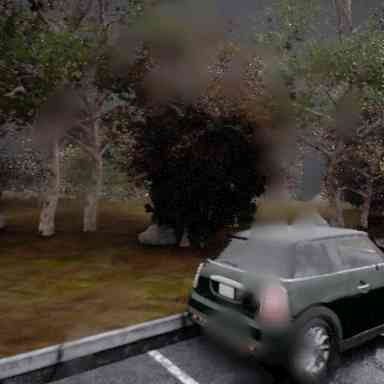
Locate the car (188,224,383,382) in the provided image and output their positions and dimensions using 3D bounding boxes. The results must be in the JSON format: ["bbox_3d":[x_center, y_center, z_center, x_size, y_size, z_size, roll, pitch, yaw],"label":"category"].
[{"bbox_3d":[2.245,1.359,5.663,4.553,1.767,2.185,0,0,-33],"label":"car"}]
